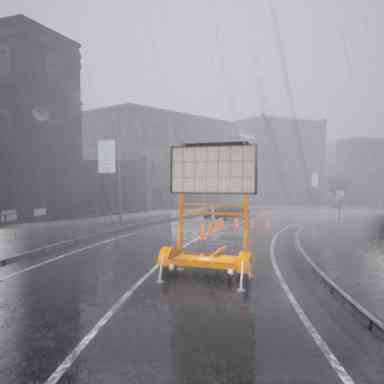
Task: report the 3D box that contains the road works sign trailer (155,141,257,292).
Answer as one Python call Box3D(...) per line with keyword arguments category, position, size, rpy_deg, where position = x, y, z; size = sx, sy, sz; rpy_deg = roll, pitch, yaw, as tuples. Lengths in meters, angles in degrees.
Box3D(category="road works sign trailer", position=(0.607, 0.455, 9.147), size=(2.380, 3.560, 2.880), rpy_deg=(1, 0, 18))

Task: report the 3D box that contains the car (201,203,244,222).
Box3D(category="car", position=(2.494, 1.527, 26.102), size=(1.895, 1.301, 4.718), rpy_deg=(2, 1, 28))
